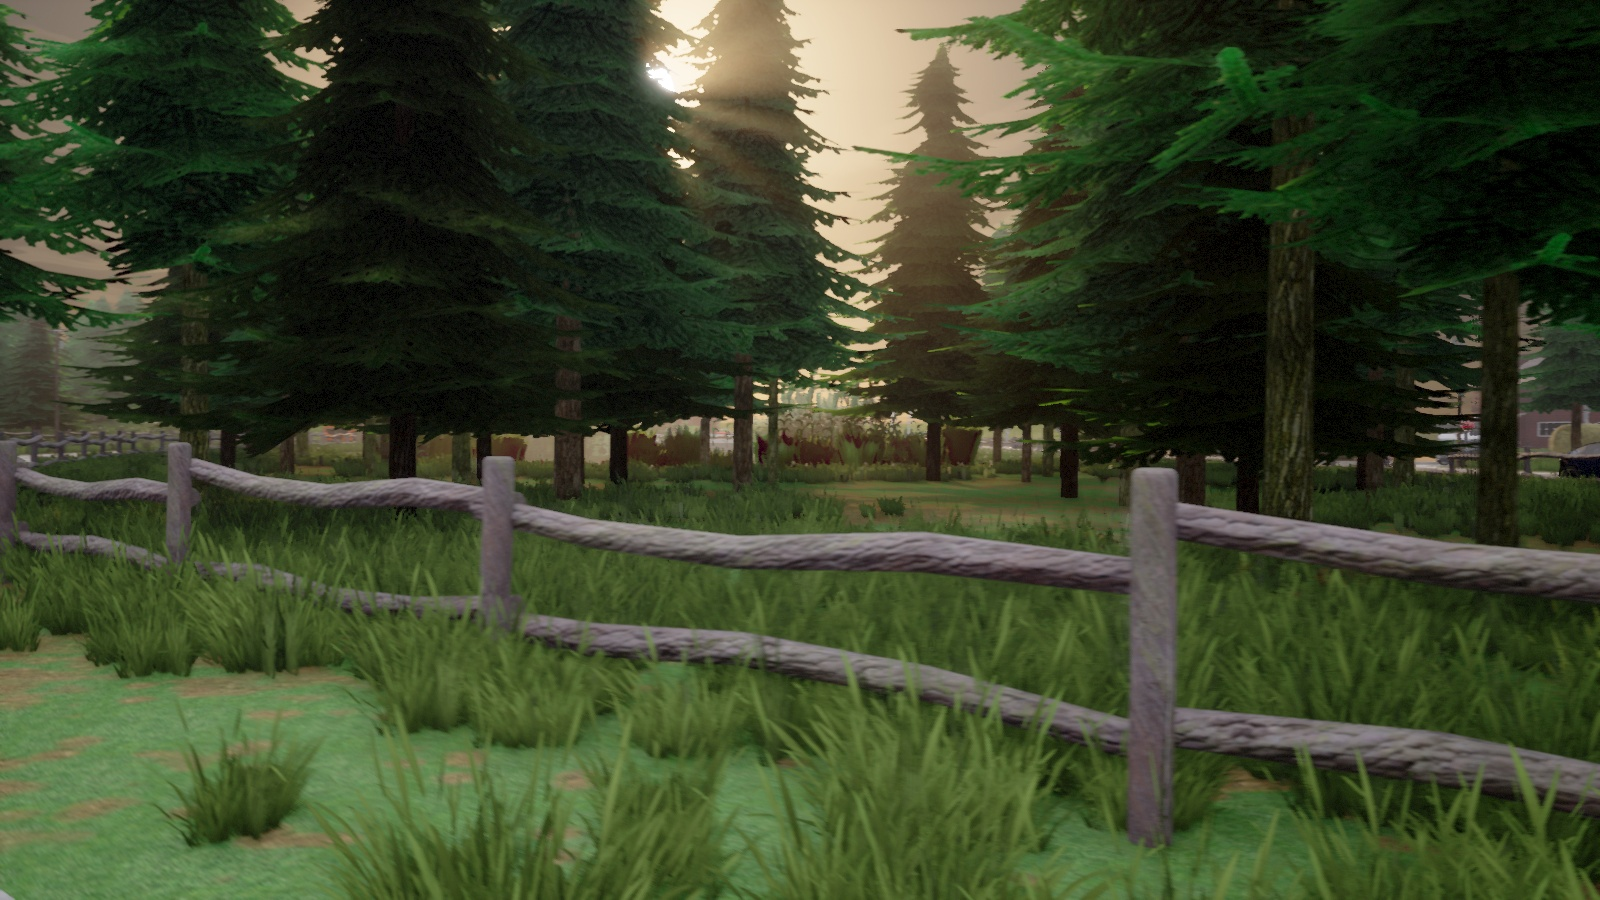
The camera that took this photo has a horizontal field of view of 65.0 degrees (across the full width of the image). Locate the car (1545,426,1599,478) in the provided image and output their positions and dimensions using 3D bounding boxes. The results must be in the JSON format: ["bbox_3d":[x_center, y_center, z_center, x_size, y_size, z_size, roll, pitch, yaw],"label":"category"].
[{"bbox_3d":[24.098,0.047,36.133,2.163,1.488,4.792,-1,1,-5],"label":"car"}]

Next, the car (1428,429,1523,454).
[{"bbox_3d":[39.602,-0.504,73.645,4.674,1.442,1.812,-1,1,-6],"label":"car"}]
